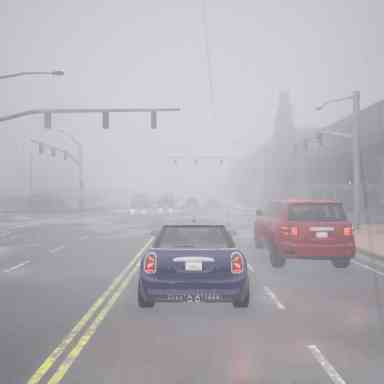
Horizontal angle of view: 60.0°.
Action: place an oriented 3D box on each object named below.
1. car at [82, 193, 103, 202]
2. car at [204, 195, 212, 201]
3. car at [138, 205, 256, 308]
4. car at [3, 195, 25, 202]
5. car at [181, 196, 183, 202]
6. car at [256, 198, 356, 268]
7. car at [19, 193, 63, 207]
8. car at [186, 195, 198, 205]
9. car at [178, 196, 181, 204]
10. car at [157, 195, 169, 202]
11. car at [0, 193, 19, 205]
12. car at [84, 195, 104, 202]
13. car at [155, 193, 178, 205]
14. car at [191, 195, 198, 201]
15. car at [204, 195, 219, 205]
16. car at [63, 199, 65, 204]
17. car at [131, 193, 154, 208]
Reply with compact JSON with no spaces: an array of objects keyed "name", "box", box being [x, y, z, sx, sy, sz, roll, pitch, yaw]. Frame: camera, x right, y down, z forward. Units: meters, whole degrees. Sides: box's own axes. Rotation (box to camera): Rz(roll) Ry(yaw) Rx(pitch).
[{"name":"car","box":[-21.590,1.156,70.181,3.866,1.878,1.905,0,0,0]},{"name":"car","box":[4.170,1.525,87.756,2.128,1.511,4.902,0,0,1]},{"name":"car","box":[0.040,1.352,8.092,2.097,1.767,4.553,0,0,0]},{"name":"car","box":[-39.050,1.364,73.030,3.905,1.438,1.784,0,0,0]},{"name":"car","box":[-3.099,1.581,76.697,1.895,1.301,4.718,0,0,1]},{"name":"car","box":[3.535,1.221,11.433,2.150,2.045,5.566,0,0,2]},{"name":"car","box":[-21.573,1.153,47.663,4.605,1.855,1.932,0,0,0]},{"name":"car","box":[0.028,1.505,56.476,1.837,1.490,4.892,0,0,1]},{"name":"car","box":[-3.515,1.527,62.025,1.812,1.442,4.674,0,1,2]},{"name":"car","box":[-6.607,1.535,76.380,2.033,1.411,5.357,0,0,1]},{"name":"car","box":[-39.110,1.153,70.134,4.605,1.855,1.932,0,0,0]},{"name":"car","box":[-21.583,1.395,73.076,3.806,1.475,1.970,0,0,0]},{"name":"car","box":[-3.783,1.221,50.607,2.150,2.045,5.566,0,0,1]},{"name":"car","box":[0.669,1.478,87.748,1.882,1.535,5.008,0,0,1]},{"name":"car","box":[3.538,1.525,57.532,1.812,1.442,4.674,0,0,1]},{"name":"car","box":[-21.523,1.156,50.558,3.866,1.878,1.905,0,0,0]},{"name":"car","box":[-7.321,1.221,48.183,2.150,2.045,5.566,0,0,1]}]
